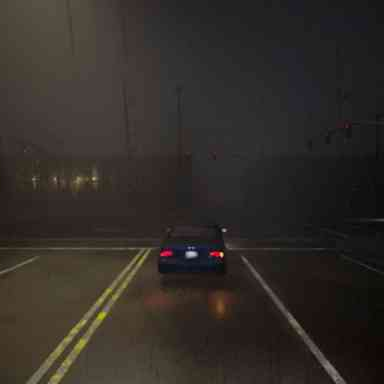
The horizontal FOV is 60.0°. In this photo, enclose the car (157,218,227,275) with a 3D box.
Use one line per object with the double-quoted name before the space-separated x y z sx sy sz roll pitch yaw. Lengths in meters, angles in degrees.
"car" 0.120 1.536 10.453 2.033 1.411 5.357 0 0 3
